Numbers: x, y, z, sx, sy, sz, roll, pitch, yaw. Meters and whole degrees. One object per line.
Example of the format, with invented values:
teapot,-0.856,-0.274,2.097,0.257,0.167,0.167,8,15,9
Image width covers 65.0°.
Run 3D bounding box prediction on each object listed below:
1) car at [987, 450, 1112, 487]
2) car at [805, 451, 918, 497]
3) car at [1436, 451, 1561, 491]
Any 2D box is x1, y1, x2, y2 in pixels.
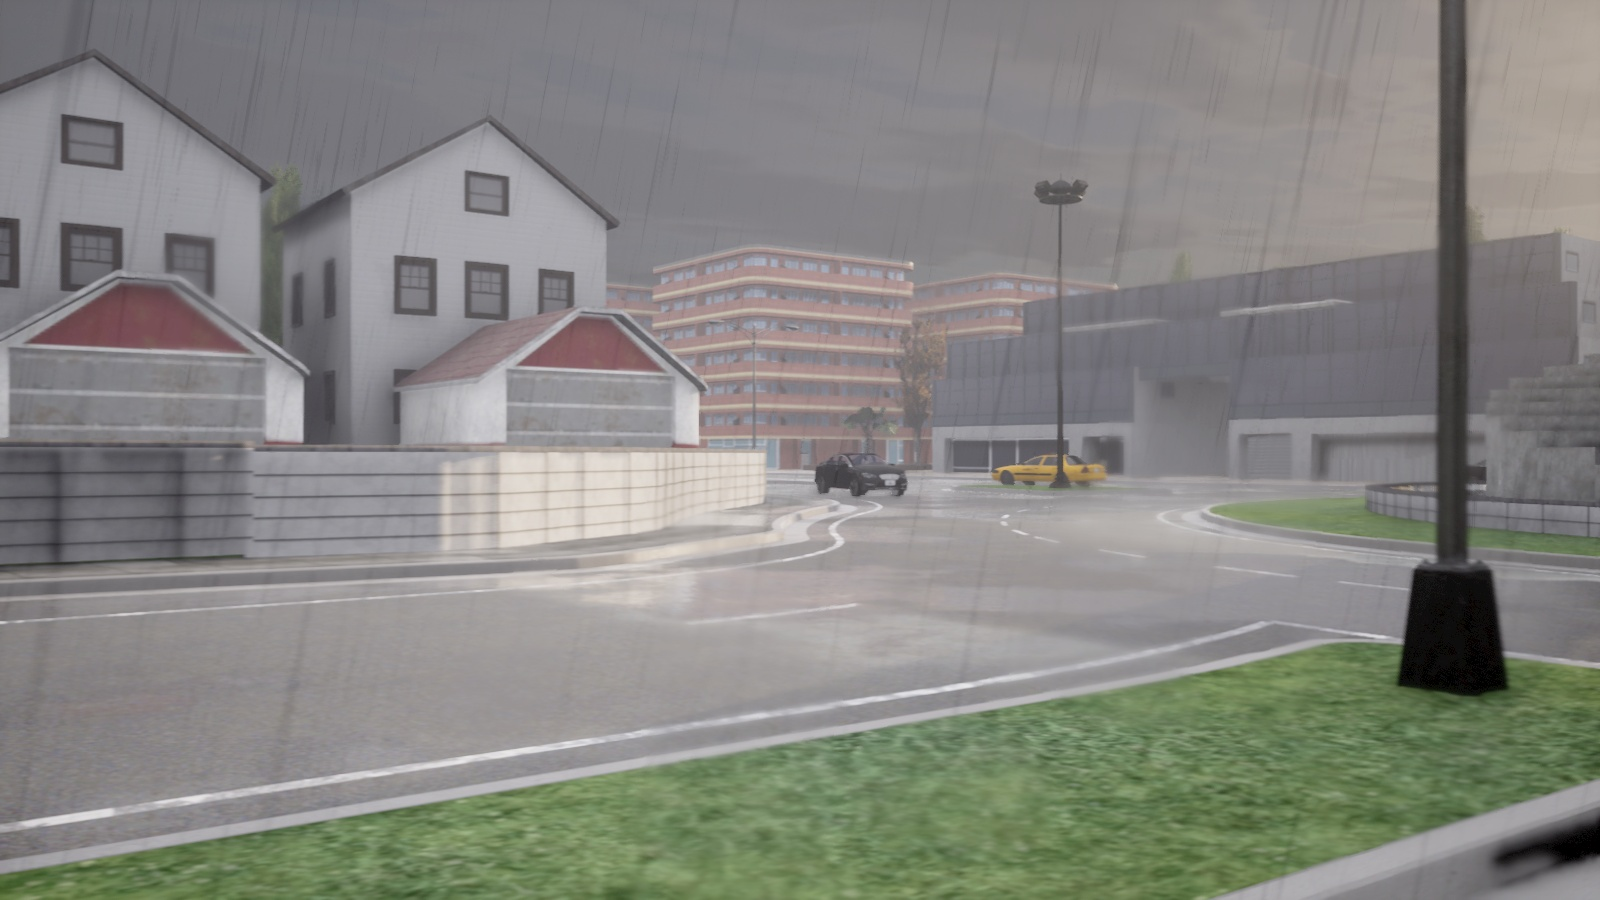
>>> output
car,10.934,0.794,55.325,1.801,1.575,5.366,0,0,-43
car,2.077,0.804,44.397,2.128,1.511,4.902,0,0,-22
car,26.530,0.769,47.841,3.806,1.475,1.970,0,0,17
